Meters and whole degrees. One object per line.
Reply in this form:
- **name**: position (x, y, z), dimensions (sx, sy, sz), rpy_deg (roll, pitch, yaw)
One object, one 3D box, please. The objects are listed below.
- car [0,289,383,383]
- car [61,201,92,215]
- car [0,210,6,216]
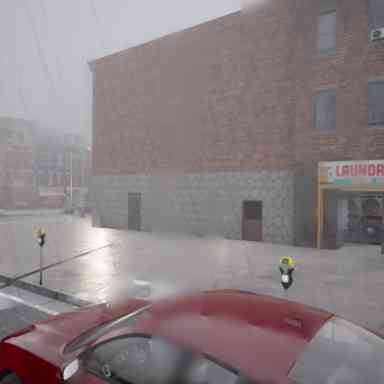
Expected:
- **car**: position (0.102, 1.544, 2.727), dimensions (4.507, 1.381, 1.887), rpy_deg (0, 1, 36)
- **car**: position (-12.932, 1.881, 39.161), dimensions (1.837, 1.490, 4.892), rpy_deg (1, 0, 36)
- **car**: position (-19.608, 1.826, 29.908), dimensions (1.895, 1.301, 4.718), rpy_deg (1, 0, 37)
